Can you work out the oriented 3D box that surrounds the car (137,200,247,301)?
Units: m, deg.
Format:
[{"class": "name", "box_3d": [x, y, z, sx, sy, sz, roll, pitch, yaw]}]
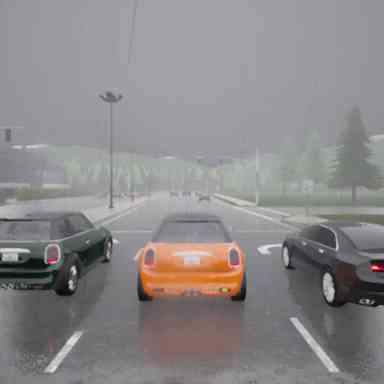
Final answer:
[{"class": "car", "box_3d": [-0.002, 1.255, 8.221, 2.097, 1.767, 4.553, 0, 1, 0]}]

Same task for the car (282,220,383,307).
[{"class": "car", "box_3d": [3.497, 1.414, 7.727, 1.837, 1.490, 4.892, 0, 1, 0]}]

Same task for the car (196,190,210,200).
[{"class": "car", "box_3d": [2.152, 0.861, 57.311, 1.812, 1.442, 4.674, 0, 1, 0]}]

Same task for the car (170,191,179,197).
[{"class": "car", "box_3d": [-4.882, 0.469, 88.610, 1.837, 1.490, 4.892, 0, 1, 0]}]

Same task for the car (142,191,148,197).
[{"class": "car", "box_3d": [-12.881, 0.509, 87.692, 1.994, 1.385, 4.181, 0, 1, 0]}]

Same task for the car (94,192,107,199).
[{"class": "car", "box_3d": [-19.864, 0.691, 72.058, 2.128, 1.511, 4.902, 0, 1, 0]}]

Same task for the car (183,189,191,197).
[{"class": "car", "box_3d": [-1.381, 0.198, 88.346, 2.150, 2.045, 5.566, 0, 1, 0]}]

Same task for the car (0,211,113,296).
[{"class": "car", "box_3d": [-3.502, 1.252, 8.543, 2.097, 1.767, 4.553, 0, 1, 0]}]

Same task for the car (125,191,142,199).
[{"class": "car", "box_3d": [-12.864, 0.520, 72.123, 2.097, 1.767, 4.553, 0, 1, 0]}]

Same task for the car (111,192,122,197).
[{"class": "car", "box_3d": [-19.880, 0.552, 87.640, 1.895, 1.301, 4.718, 0, 1, 0]}]

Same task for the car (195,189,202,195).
[{"class": "car", "box_3d": [2.118, 0.493, 88.687, 1.812, 1.442, 4.674, 0, 1, 0]}]

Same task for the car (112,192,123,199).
[{"class": "car", "box_3d": [-16.364, 0.718, 72.080, 1.994, 1.385, 4.181, 0, 1, 0]}]

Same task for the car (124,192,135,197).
[{"class": "car", "box_3d": [-16.380, 0.552, 87.653, 1.895, 1.301, 4.718, 0, 1, 0]}]
